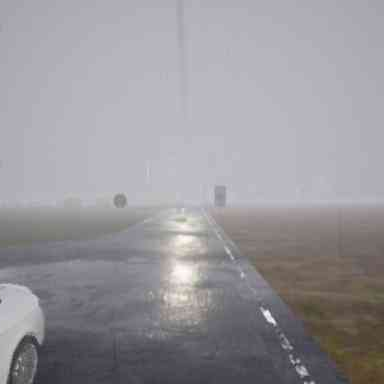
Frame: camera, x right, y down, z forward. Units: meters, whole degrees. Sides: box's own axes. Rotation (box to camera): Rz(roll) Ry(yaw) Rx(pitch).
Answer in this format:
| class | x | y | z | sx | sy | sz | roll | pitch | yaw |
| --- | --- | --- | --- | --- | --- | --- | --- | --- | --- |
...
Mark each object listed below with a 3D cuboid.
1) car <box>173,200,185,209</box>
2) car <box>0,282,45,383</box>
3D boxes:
| class | x | y | z | sx | sy | sz | roll | pitch | yaw |
| --- | --- | --- | --- | --- | --- | --- | --- | --- | --- |
| car | -2.391 | 2.210 | 59.566 | 1.812 | 1.442 | 4.674 | 0 | -1 | 0 |
| car | -2.727 | 1.558 | 2.379 | 1.812 | 1.442 | 4.674 | 0 | -1 | 0 |
